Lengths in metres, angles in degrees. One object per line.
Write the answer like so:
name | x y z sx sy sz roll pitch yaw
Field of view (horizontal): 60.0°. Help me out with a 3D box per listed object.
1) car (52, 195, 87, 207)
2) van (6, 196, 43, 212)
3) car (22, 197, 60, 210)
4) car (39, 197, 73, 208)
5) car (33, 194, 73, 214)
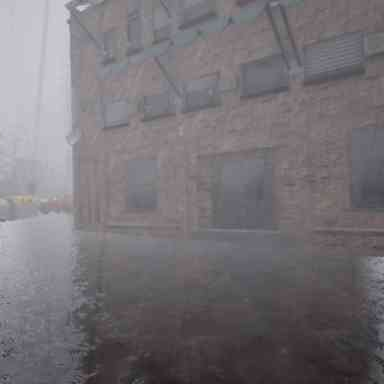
car | -19.397 1.391 52.489 4.892 1.521 2.231 -3 2 24
van | -22.595 1.602 44.879 4.442 1.987 1.878 -3 2 24
car | -21.582 1.688 47.494 4.892 1.521 2.231 -3 2 24
car | -20.465 1.575 50.049 4.674 1.452 2.002 -3 2 24
car | -13.571 1.309 35.110 5.566 2.045 2.435 -3 1 24
